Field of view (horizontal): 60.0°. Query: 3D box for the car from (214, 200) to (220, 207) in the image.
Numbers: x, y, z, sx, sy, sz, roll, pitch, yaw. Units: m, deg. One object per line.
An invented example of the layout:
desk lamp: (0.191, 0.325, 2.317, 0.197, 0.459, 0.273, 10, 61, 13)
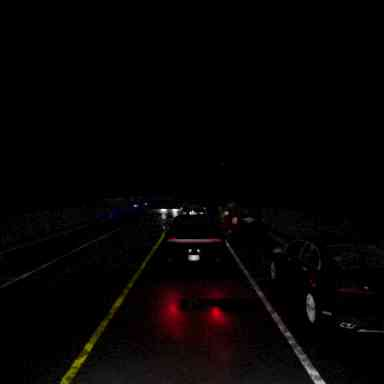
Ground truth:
car: (2.787, 1.522, 23.777, 1.752, 1.417, 4.829, 0, 0, 0)

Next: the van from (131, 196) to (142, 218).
van: (-5.733, 1.338, 29.228, 1.690, 1.788, 3.998, 0, 0, 0)

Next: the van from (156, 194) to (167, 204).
van: (-5.699, 1.347, 62.939, 1.690, 1.788, 3.998, 0, 0, 0)

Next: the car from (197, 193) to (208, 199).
car: (2.837, 1.328, 74.176, 2.192, 1.841, 5.009, 0, 0, 0)

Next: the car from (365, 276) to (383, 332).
car: (2.764, 1.551, 1.132, 2.008, 1.369, 4.403, 0, 0, 0)

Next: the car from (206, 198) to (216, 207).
car: (2.798, 1.564, 34.845, 1.947, 1.339, 4.313, 0, 0, 0)

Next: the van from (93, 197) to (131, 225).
van: (-5.738, 1.338, 23.609, 1.690, 1.788, 3.998, 0, 0, 0)

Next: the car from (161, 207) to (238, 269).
car: (0.071, 1.490, 11.079, 2.128, 1.511, 4.902, 0, 0, 0)

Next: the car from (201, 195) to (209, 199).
car: (2.815, 1.528, 51.871, 1.752, 1.417, 4.829, 0, 0, 0)

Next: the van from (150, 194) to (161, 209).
van: (-5.716, 1.341, 46.083, 1.690, 1.788, 3.998, 0, 0, 0)

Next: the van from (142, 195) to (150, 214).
van: (-5.727, 1.339, 34.846, 1.690, 1.788, 3.998, 0, 0, 0)

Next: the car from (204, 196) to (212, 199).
car: (2.803, 1.565, 40.463, 1.947, 1.339, 4.313, 0, 0, 0)

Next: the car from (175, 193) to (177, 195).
car: (-5.677, 1.573, 85.417, 2.008, 1.369, 4.403, 0, 0, 0)

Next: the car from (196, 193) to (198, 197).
car: (2.854, 1.579, 91.032, 2.008, 1.369, 4.403, 0, 0, 0)

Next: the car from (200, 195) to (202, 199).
car: (2.820, 1.570, 57.320, 1.947, 1.339, 4.313, 0, 0, 0)

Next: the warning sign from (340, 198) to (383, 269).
warning sign: (5.075, 1.114, 9.397, 1.300, 1.860, 1.060, 0, 0, 0)

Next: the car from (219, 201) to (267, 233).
car: (2.781, 1.437, 17.988, 1.967, 1.590, 4.097, 0, 0, 0)

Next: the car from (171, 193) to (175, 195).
car: (-5.683, 1.542, 79.623, 1.752, 1.417, 4.829, 0, 0, 0)

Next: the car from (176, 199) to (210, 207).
car: (0.091, 1.545, 26.203, 2.033, 1.411, 5.357, 0, 0, 0)

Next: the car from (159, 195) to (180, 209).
car: (-3.044, 1.526, 45.574, 1.812, 1.442, 4.674, 0, 0, 0)

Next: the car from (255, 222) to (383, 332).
car: (2.769, 1.549, 6.751, 2.008, 1.369, 4.403, 0, 0, 0)
